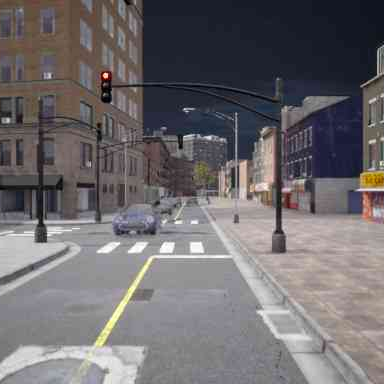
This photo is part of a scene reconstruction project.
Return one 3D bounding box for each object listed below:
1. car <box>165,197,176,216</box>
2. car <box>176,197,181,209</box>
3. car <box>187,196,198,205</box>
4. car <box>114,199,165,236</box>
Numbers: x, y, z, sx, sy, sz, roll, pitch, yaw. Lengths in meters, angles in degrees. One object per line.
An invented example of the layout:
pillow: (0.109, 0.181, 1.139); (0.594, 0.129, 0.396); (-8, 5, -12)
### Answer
car: (-2.877, 1.509, 32.978); (1.837, 1.490, 4.892); (0, 0, 0)
car: (-2.887, 1.513, 46.344); (1.837, 1.490, 4.892); (0, 0, 0)
car: (0.051, 1.508, 59.333); (2.128, 1.511, 4.902); (0, 0, 0)
car: (-2.869, 1.362, 18.431); (2.097, 1.767, 4.553); (0, 0, 0)
